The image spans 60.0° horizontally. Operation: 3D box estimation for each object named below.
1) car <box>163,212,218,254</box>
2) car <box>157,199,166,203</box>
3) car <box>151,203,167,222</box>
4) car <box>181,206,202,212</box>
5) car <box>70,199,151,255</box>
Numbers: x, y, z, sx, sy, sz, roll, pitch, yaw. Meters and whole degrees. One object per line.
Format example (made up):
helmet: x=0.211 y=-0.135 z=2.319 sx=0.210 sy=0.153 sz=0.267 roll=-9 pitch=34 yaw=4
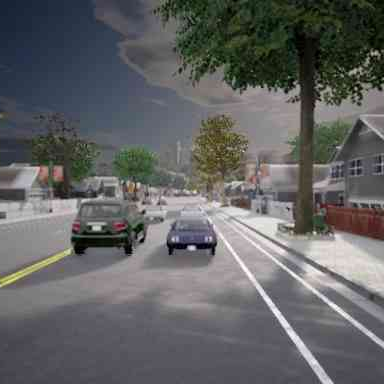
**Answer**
car: x=-0.002 y=1.734 z=14.109 sx=1.895 sy=1.301 sz=4.718 roll=0 pitch=0 yaw=0
car: x=-6.520 y=2.213 z=71.786 sx=2.033 sy=1.411 sz=5.357 roll=0 pitch=-1 yaw=0
car: x=-3.256 y=1.875 z=29.104 sx=1.895 sy=1.301 sz=4.718 roll=0 pitch=-1 yaw=0
car: x=-0.007 y=1.875 z=29.105 sx=1.895 sy=1.301 sz=4.718 roll=0 pitch=0 yaw=0
car: x=-3.253 y=1.349 z=14.027 sx=2.150 sy=2.045 sz=5.566 roll=0 pitch=0 yaw=0
